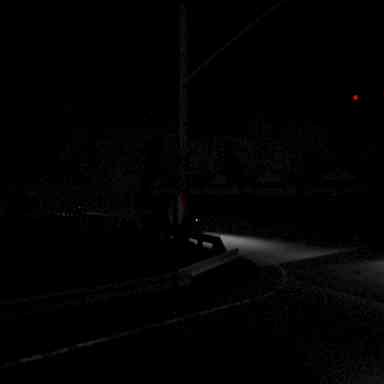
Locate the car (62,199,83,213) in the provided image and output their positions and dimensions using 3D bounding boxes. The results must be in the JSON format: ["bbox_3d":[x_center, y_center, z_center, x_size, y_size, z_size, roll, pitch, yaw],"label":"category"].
[{"bbox_3d":[-14.450,1.680,40.058,1.837,1.490,4.892,-2,1,-29],"label":"car"}]

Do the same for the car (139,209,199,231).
[{"bbox_3d":[-1.549,1.780,21.340,1.895,1.301,4.718,0,0,-35],"label":"car"}]
